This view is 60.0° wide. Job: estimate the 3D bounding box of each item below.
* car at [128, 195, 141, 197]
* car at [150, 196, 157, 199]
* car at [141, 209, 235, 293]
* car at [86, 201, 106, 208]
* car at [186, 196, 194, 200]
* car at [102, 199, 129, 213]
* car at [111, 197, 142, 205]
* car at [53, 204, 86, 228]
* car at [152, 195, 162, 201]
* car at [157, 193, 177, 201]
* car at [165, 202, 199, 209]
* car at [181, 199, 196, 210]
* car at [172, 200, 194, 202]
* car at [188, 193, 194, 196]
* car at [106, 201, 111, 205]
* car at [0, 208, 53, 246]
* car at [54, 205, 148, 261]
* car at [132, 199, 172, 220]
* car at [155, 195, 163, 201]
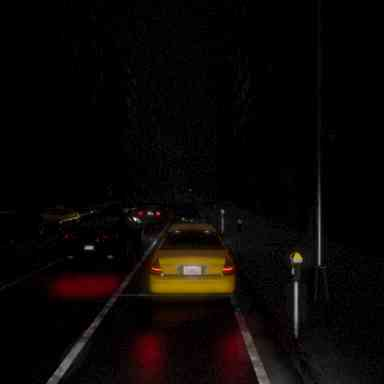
[{"bbox_3d":[-8.408,1.302,47.845,2.192,1.841,5.009,0,0,0],"label":"car"},{"bbox_3d":[-8.408,1.521,74.308,2.008,1.369,4.403,0,0,0],"label":"car"},{"bbox_3d":[0.004,1.457,8.840,1.801,1.575,5.366,0,0,0],"label":"car"},{"bbox_3d":[-8.408,1.581,26.194,1.802,1.307,4.206,0,0,0],"label":"car"},{"bbox_3d":[-0.383,1.519,37.181,1.752,1.417,4.829,0,0,0],"label":"car"},{"bbox_3d":[-8.408,1.545,37.020,2.008,1.369,4.403,0,0,0],"label":"car"},{"bbox_3d":[-5.863,1.488,31.916,2.128,1.511,4.902,0,0,0],"label":"car"},{"bbox_3d":[-8.408,1.525,20.611,1.752,1.417,4.829,0,0,0],"label":"car"},{"bbox_3d":[-8.408,1.510,79.763,1.887,1.381,4.507,0,0,0],"label":"car"},{"bbox_3d":[-2.932,1.342,42.675,2.097,1.767,4.553,0,0,0],"label":"car"},{"bbox_3d":[-0.383,1.566,20.772,1.947,1.339,4.313,0,0,0],"label":"car"},{"bbox_3d":[-0.383,1.573,42.423,1.802,1.307,4.206,0,0,0],"label":"car"},{"bbox_3d":[-0.383,1.565,26.185,1.947,1.339,4.313,0,0,0],"label":"car"},{"bbox_3d":[-0.382,1.396,90.663,1.967,1.590,4.097,0,0,0],"label":"car"},{"bbox_3d":[-8.408,1.548,31.607,2.008,1.369,4.403,0,0,0],"label":"car"},{"bbox_3d":[-8.408,1.566,15.368,1.947,1.339,4.313,0,0,0],"label":"car"},{"bbox_3d":[-3.022,1.477,12.240,1.882,1.535,5.008,0,0,0],"label":"car"},{"bbox_3d":[-2.935,1.547,25.552,2.033,1.411,5.357,0,0,0],"label":"car"},{"bbox_3d":[-8.408,1.486,85.047,1.752,1.417,4.829,0,0,0],"label":"car"}]
